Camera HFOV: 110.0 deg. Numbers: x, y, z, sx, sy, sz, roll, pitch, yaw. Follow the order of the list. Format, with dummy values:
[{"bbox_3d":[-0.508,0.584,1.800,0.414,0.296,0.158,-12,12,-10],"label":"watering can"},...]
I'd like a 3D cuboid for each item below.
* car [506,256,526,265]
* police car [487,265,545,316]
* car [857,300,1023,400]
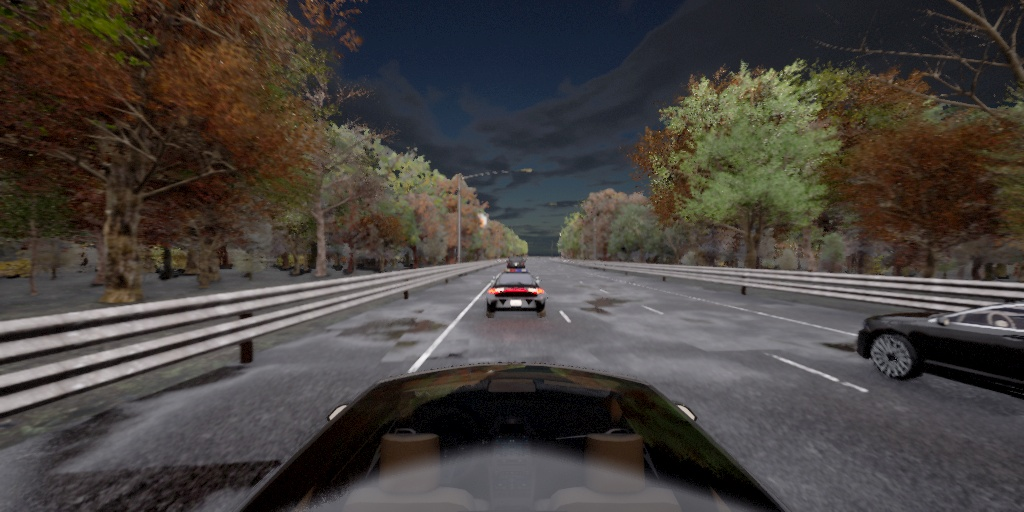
[{"bbox_3d":[0.505,1.065,43.110,2.150,2.045,5.566,0,0,1],"label":"car"},{"bbox_3d":[0.138,1.280,13.559,2.038,1.542,4.974,0,0,0],"label":"police car"},{"bbox_3d":[7.105,1.252,4.401,2.128,1.511,4.902,0,0,0],"label":"car"}]
